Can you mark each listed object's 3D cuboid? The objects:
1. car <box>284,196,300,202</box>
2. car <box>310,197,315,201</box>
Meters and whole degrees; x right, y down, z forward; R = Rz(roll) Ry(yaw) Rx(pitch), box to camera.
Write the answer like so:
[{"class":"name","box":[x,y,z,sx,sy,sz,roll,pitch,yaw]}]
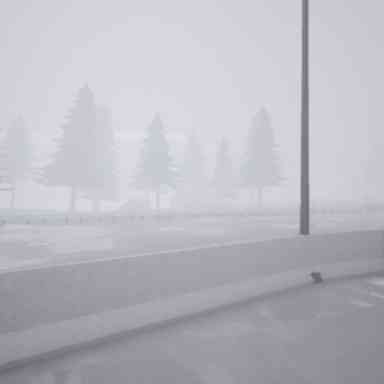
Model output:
[{"class":"car","box":[25.809,1.864,84.264,2.128,1.511,4.902,0,0,0]},{"class":"car","box":[29.291,1.850,83.584,1.837,1.490,4.892,0,0,0]}]
